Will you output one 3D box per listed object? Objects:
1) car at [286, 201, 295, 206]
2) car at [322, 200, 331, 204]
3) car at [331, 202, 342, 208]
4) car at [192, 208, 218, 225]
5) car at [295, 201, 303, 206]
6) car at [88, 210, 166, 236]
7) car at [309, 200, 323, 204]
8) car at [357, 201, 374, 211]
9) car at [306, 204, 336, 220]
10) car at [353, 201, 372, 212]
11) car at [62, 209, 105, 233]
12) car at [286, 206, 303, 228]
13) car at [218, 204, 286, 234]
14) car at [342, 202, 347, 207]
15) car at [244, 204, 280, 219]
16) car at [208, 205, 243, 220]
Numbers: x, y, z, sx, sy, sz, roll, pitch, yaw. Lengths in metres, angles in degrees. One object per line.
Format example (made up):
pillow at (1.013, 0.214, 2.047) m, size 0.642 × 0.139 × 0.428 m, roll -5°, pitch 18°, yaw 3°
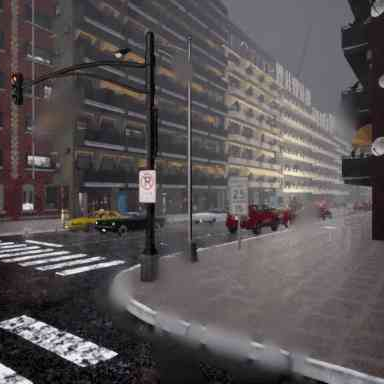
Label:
car at (13.344, 2.446, 49.775) m, size 1.752 × 1.417 × 4.829 m, roll -1°, pitch -2°, yaw 35°
car at (26.433, 2.640, 68.479) m, size 2.192 × 1.841 × 5.009 m, roll -1°, pitch -2°, yaw 35°
car at (32.931, 3.067, 77.753) m, size 1.887 × 1.381 × 4.507 m, roll -1°, pitch -2°, yaw 35°
car at (1.981, 2.093, 29.001) m, size 1.895 × 1.301 × 4.718 m, roll 0°, pitch -1°, yaw 35°
car at (16.689, 2.340, 54.560) m, size 2.192 × 1.841 × 5.009 m, roll -1°, pitch -2°, yaw 35°
car at (-3.765, 1.911, 20.794) m, size 1.895 × 1.301 × 4.718 m, roll 0°, pitch -1°, yaw 35°
car at (23.187, 2.771, 63.834) m, size 1.887 × 1.381 × 4.507 m, roll -1°, pitch -2°, yaw 35°
car at (33.306, 2.621, 63.742) m, size 2.192 × 1.841 × 5.009 m, roll -1°, pitch -2°, yaw 35°
car at (13.820, 2.284, 35.897) m, size 1.802 × 1.307 × 4.206 m, roll -1°, pitch -2°, yaw 35°
car at (30.057, 2.522, 59.101) m, size 2.192 × 1.841 × 5.009 m, roll -1°, pitch -2°, yaw 35°
car at (-6.143, 1.834, 21.937) m, size 1.752 × 1.417 × 4.829 m, roll -1°, pitch -2°, yaw 35°
car at (7.324, 2.043, 26.619) m, size 1.887 × 1.381 × 4.507 m, roll -1°, pitch -2°, yaw 35°
car at (4.074, 1.711, 21.986) m, size 2.192 × 1.841 × 5.009 m, roll -1°, pitch -2°, yaw 35°
car at (39.428, 3.282, 87.033) m, size 1.947 × 1.339 × 4.313 m, roll -1°, pitch -2°, yaw 35°
car at (7.954, 2.171, 37.513) m, size 2.128 × 1.511 × 4.902 m, roll 0°, pitch -1°, yaw 35°
car at (3.699, 2.164, 35.995) m, size 1.887 × 1.381 × 4.507 m, roll -1°, pitch -2°, yaw 35°
